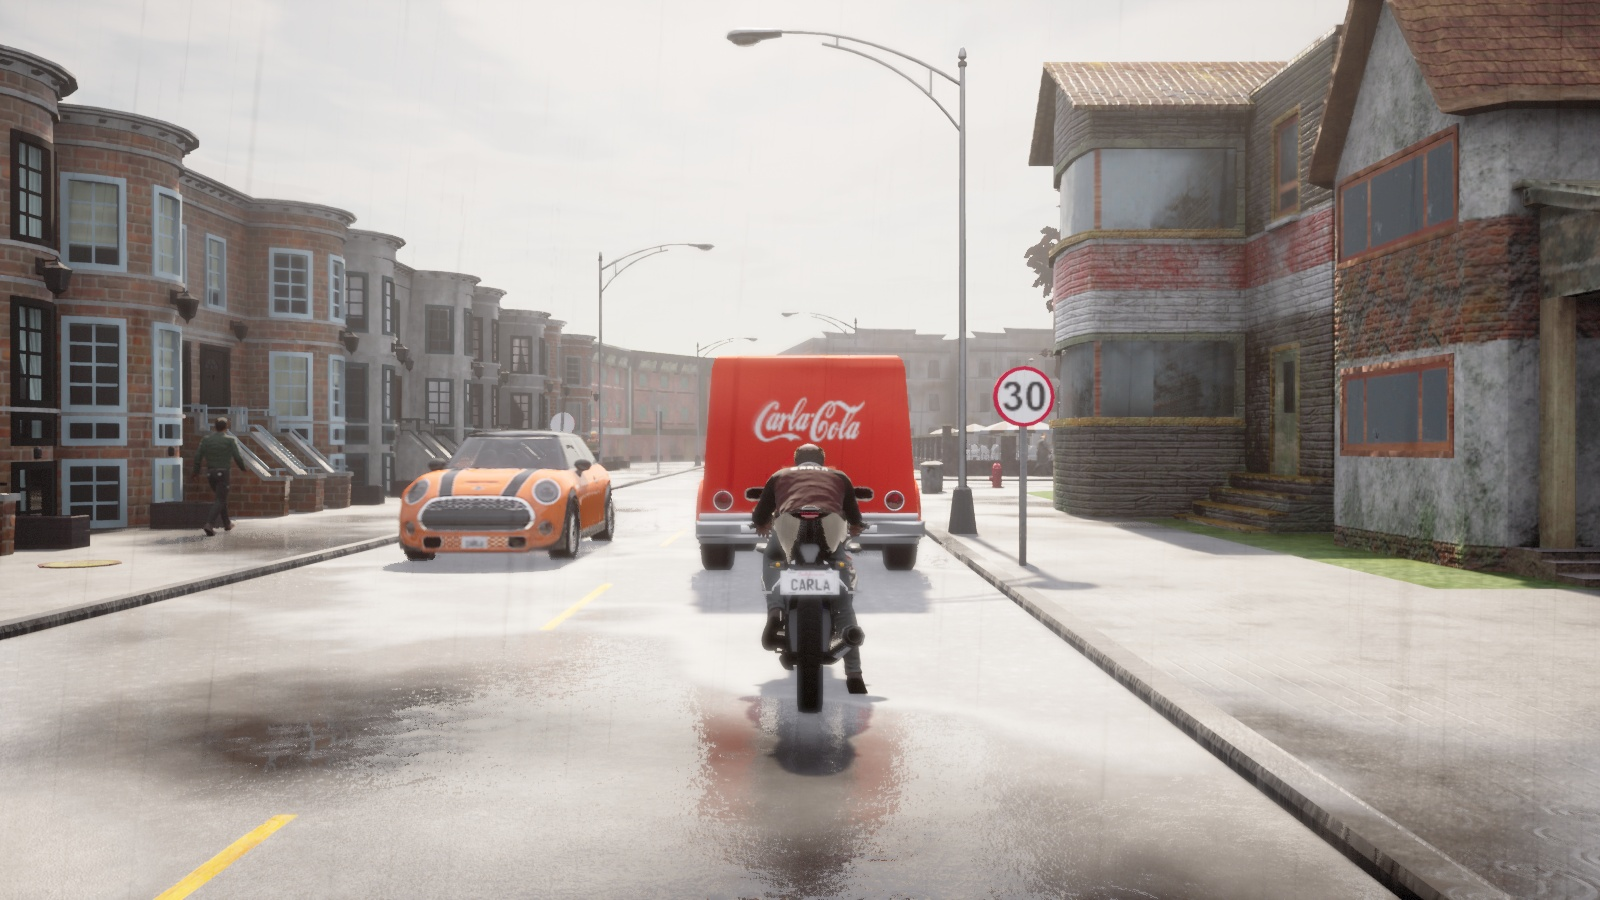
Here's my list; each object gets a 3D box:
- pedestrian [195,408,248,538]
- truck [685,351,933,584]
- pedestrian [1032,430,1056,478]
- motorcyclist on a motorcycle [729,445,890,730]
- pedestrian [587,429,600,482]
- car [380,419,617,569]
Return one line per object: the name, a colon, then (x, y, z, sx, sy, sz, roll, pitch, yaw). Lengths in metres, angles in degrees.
pedestrian: (-8.815, 0.341, 19.145, 0.423, 1.949, 0.788, 0, 0, 2)
truck: (0.105, 0.170, 15.910, 2.627, 2.467, 5.204, 0, 0, 0)
pedestrian: (10.086, 0.171, 51.966, 0.873, 1.952, 0.659, 0, 0, 2)
motorcyclist on a motorcycle: (0.059, 0.737, 7.850, 0.866, 1.530, 2.191, 0, 0, 0)
pedestrian: (-7.221, 0.203, 43.909, 0.345, 1.836, 0.594, 0, 0, 4)
car: (-3.889, 0.505, 17.084, 2.097, 1.767, 4.553, 0, 0, 0)
